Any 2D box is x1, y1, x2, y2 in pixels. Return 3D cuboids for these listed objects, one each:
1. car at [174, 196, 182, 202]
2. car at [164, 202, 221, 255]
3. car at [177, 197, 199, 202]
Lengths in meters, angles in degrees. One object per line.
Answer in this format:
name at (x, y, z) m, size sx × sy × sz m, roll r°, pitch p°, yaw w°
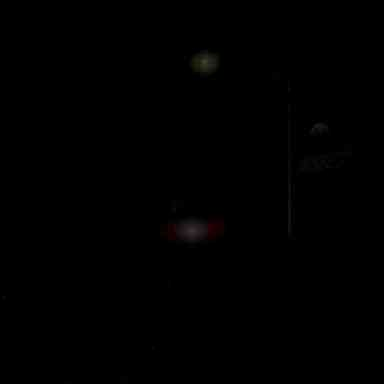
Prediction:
car at (-2.708, 1.672, 70.966) m, size 1.837 × 1.490 × 4.892 m, roll 0°, pitch 0°, yaw 0°
car at (0.008, 1.470, 14.069) m, size 2.097 × 1.767 × 4.553 m, roll 0°, pitch -1°, yaw 0°
car at (0.013, 1.553, 29.060) m, size 2.097 × 1.767 × 4.553 m, roll 0°, pitch 0°, yaw 0°
